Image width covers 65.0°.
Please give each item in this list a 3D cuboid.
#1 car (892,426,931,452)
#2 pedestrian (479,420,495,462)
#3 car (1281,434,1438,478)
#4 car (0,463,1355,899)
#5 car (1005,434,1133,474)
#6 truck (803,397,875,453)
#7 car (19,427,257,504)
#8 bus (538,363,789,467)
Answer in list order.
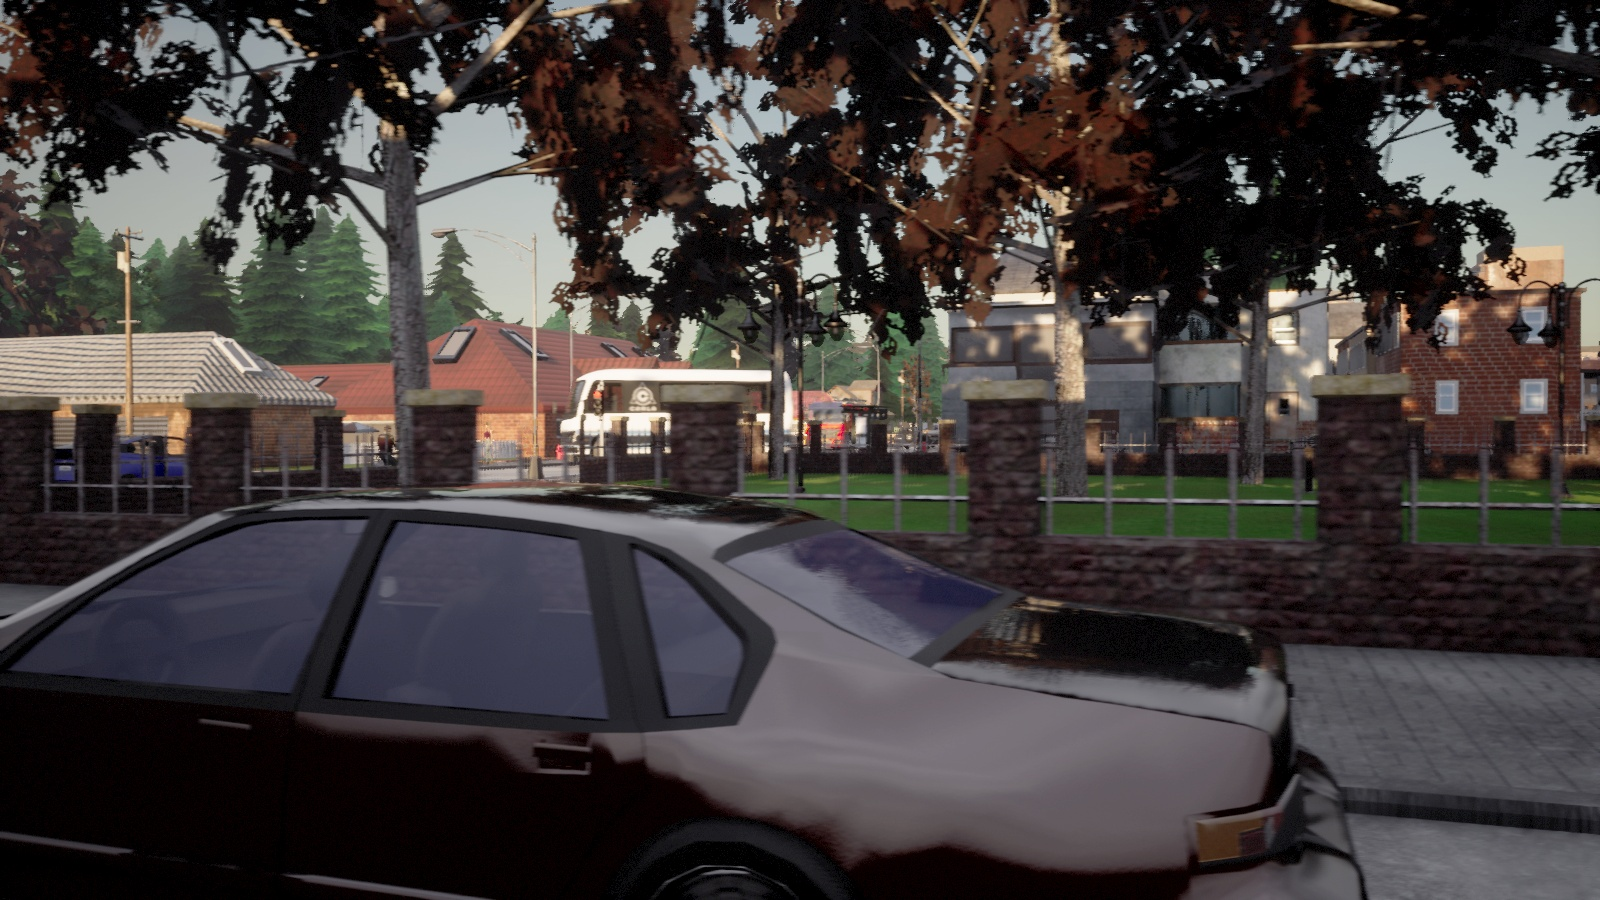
[{"bbox_3d":[8.528,-0.852,95.382,1.932,1.855,4.605,1,1,19],"label":"car"},{"bbox_3d":[-13.786,-0.407,55.313,0.594,1.836,0.345,0,1,-38],"label":"pedestrian"},{"bbox_3d":[19.847,0.189,44.747,4.892,1.490,1.837,0,1,16],"label":"car"},{"bbox_3d":[-1.197,0.804,4.116,5.357,1.411,2.033,1,1,19],"label":"car"},{"bbox_3d":[10.270,0.123,47.939,4.674,1.442,1.812,0,1,15],"label":"car"},{"bbox_3d":[2.911,-1.788,91.218,2.891,3.827,8.468,1,1,19],"label":"truck"},{"bbox_3d":[-14.327,0.279,27.518,2.007,1.525,4.514,1,1,17],"label":"car"},{"bbox_3d":[-6.009,-1.457,55.220,10.273,4.253,3.944,0,0,-21],"label":"bus"}]
